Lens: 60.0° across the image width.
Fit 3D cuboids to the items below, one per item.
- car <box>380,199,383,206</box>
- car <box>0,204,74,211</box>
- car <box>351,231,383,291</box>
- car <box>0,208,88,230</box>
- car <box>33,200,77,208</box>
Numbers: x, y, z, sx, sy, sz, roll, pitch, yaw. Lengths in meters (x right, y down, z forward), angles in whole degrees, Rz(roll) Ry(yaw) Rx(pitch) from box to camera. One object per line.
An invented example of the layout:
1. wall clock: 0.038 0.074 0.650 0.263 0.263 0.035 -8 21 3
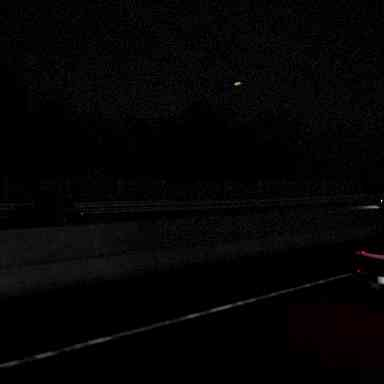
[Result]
1. car: 26.293 1.050 43.051 4.892 1.490 1.837 -1 1 -33
2. car: -8.297 1.497 15.253 4.892 1.490 1.837 0 0 -35
3. car: 5.676 1.478 7.730 4.902 1.511 2.128 0 0 -35
4. car: -6.510 1.541 12.237 5.357 1.411 2.033 0 0 -35
5. car: -8.682 1.341 19.266 4.553 1.767 2.097 0 0 -35
